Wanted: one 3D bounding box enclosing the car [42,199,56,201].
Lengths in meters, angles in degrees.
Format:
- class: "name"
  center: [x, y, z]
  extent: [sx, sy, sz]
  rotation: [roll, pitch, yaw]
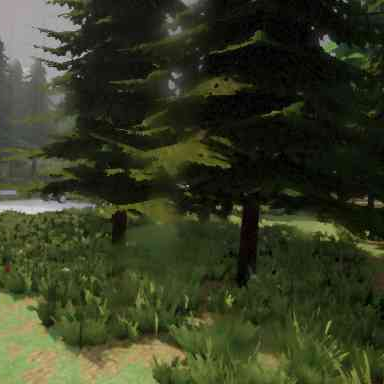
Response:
- class: "car"
  center: [-9.898, 0.041, 26.705]
  extent: [1.837, 1.490, 4.892]
  rotation: [5, 3, 24]
